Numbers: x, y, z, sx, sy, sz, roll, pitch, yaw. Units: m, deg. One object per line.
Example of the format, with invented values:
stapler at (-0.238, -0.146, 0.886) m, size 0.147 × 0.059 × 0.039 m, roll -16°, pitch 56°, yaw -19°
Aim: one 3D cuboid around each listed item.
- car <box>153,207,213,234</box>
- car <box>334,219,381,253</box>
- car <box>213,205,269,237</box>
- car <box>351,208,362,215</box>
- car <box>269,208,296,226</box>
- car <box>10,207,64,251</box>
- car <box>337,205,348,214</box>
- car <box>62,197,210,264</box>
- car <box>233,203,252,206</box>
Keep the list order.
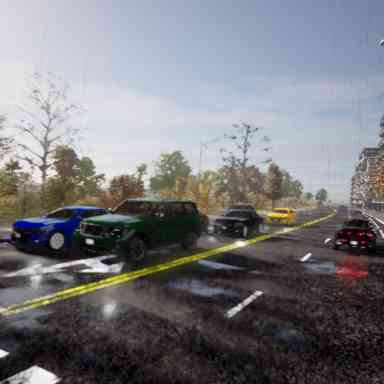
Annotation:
car at (-0.449, 1.724, 21.360) m, size 1.994 × 1.385 × 4.181 m, roll 3°, pitch -1°, yaw 29°
car at (8.653, 2.192, 17.505) m, size 1.837 × 1.490 × 4.892 m, roll 3°, pitch -1°, yaw 28°
car at (3.036, 1.848, 20.987) m, size 1.882 × 1.535 × 5.008 m, roll 3°, pitch -1°, yaw 28°
car at (39.965, 4.796, 80.555) m, size 1.895 × 1.301 × 4.718 m, roll 3°, pitch -1°, yaw 24°
car at (8.477, 2.269, 31.223) m, size 1.882 × 1.535 × 5.008 m, roll 3°, pitch 0°, yaw 28°
car at (-4.716, 1.309, 13.506) m, size 1.882 × 1.535 × 5.008 m, roll 3°, pitch -1°, yaw 29°
car at (36.836, 4.237, 81.470) m, size 2.150 × 2.045 × 5.566 m, roll 3°, pitch -1°, yaw 24°
car at (-1.634, 1.231, 12.294) m, size 2.150 × 2.045 × 5.566 m, roll 3°, pitch -1°, yaw 30°
car at (4.379, 1.885, 30.401) m, size 2.097 × 1.767 × 4.553 m, roll 3°, pitch -1°, yaw 28°
